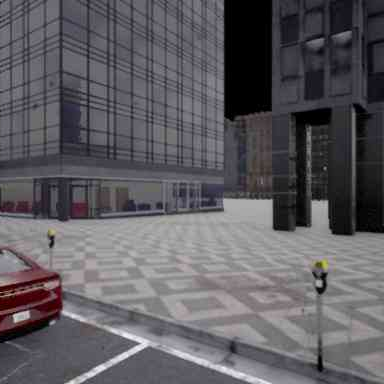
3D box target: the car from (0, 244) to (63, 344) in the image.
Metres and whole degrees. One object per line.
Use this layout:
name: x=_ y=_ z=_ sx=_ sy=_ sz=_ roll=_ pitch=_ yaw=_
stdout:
car: x=-4.109 y=1.540 z=5.781 sx=4.507 sy=1.381 sz=1.887 roll=0 pitch=0 yaw=36
